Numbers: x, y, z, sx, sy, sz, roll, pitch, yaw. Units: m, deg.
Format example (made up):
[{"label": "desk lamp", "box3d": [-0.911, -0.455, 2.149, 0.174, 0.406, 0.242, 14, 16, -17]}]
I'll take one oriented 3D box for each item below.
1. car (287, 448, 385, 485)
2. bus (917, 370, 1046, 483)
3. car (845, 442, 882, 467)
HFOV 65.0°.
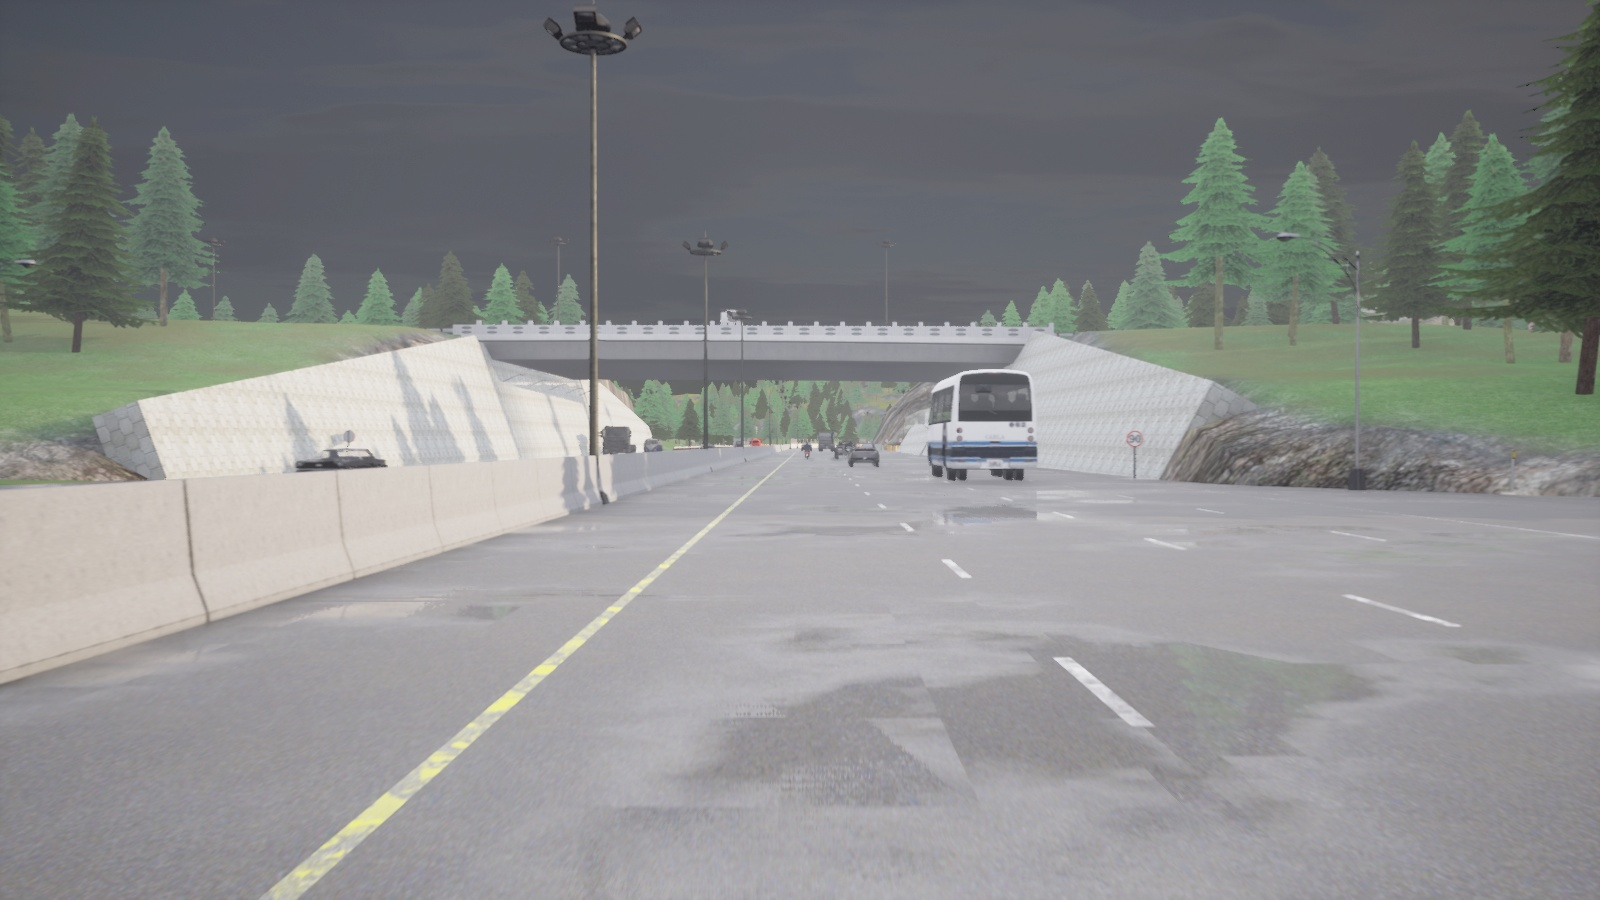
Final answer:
[{"label": "car", "box3d": [-17.218, 0.569, 46.889, 1.895, 1.301, 4.718, 0, 0, 0]}, {"label": "bus", "box3d": [7.315, -0.920, 52.471, 3.944, 4.253, 10.273, 0, 0, 0]}, {"label": "car", "box3d": [3.966, 0.259, 79.200, 2.128, 1.511, 4.902, 0, 0, 0]}]
